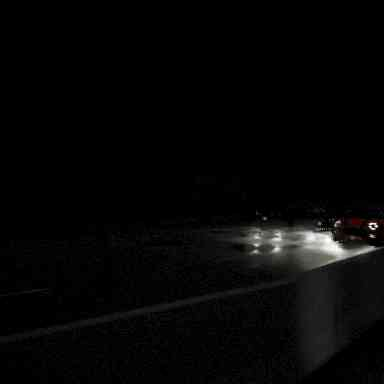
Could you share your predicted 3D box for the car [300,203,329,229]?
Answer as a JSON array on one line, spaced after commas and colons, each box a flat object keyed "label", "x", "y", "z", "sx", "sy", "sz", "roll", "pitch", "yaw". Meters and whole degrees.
[{"label": "car", "x": 9.715, "y": 1.792, "z": 23.187, "sx": 2.128, "sy": 1.511, "sz": 4.902, "roll": 0, "pitch": -1, "yaw": 40}]

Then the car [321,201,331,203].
[{"label": "car", "x": 24.991, "y": 2.432, "z": 61.862, "sx": 1.882, "sy": 1.535, "sz": 5.008, "roll": 0, "pitch": -1, "yaw": 13}]

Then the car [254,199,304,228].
[{"label": "car", "x": 6.813, "y": 1.524, "z": 25.092, "sx": 2.150, "sy": 2.045, "sz": 5.566, "roll": 0, "pitch": -1, "yaw": 40}]

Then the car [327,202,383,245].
[{"label": "car", "x": 8.964, "y": 1.577, "z": 17.095, "sx": 2.097, "sy": 1.767, "sz": 4.553, "roll": 0, "pitch": -1, "yaw": 43}]

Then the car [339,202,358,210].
[{"label": "car", "x": 28.235, "y": 2.501, "z": 60.092, "sx": 2.033, "sy": 1.411, "sz": 5.357, "roll": 0, "pitch": -1, "yaw": 13}]

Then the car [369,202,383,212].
[{"label": "car", "x": 29.931, "y": 2.396, "z": 53.158, "sx": 2.033, "sy": 1.411, "sz": 5.357, "roll": 0, "pitch": -1, "yaw": 18}]
